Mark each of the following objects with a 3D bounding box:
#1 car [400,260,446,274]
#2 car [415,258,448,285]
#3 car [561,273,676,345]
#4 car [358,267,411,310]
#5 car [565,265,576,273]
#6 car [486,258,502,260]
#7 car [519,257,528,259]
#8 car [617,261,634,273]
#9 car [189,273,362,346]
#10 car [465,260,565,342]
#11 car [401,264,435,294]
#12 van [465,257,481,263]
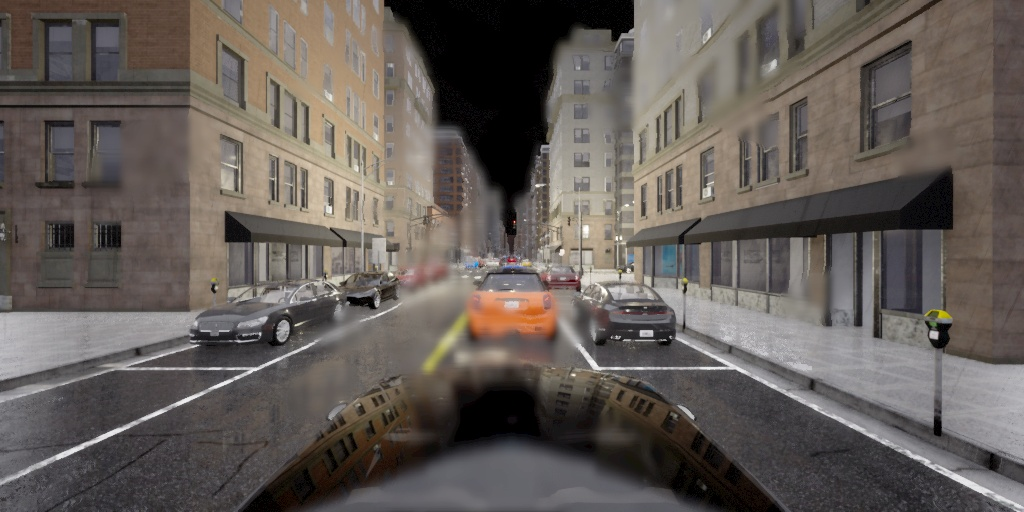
[{"bbox_3d":[-10.150,1.224,40.913,5.008,1.535,1.882,0,2,-16],"label":"car"},{"bbox_3d":[-5.875,1.062,25.831,2.192,1.841,5.009,0,0,0],"label":"car"},{"bbox_3d":[2.664,1.300,9.289,2.007,1.370,4.403,0,0,0],"label":"car"},{"bbox_3d":[-5.866,1.315,14.784,1.948,1.339,4.313,0,0,0],"label":"car"},{"bbox_3d":[2.656,1.188,20.340,1.967,1.591,4.097,0,0,0],"label":"car"},{"bbox_3d":[-3.130,1.339,58.669,1.895,1.301,4.718,0,0,0],"label":"car"},{"bbox_3d":[2.622,1.261,64.171,1.751,1.417,4.829,0,0,0],"label":"car"},{"bbox_3d":[14.536,1.239,40.974,4.892,1.490,1.837,0,0,1],"label":"car"},{"bbox_3d":[-5.862,1.300,9.259,2.007,1.370,4.403,0,0,0],"label":"car"},{"bbox_3d":[0.014,1.102,9.948,2.097,1.767,4.553,0,0,0],"label":"car"},{"bbox_3d":[-5.870,1.330,20.308,1.802,1.307,4.207,0,0,0],"label":"car"},{"bbox_3d":[-5.895,1.080,52.779,1.690,1.789,3.998,0,0,0],"label":"van"}]
